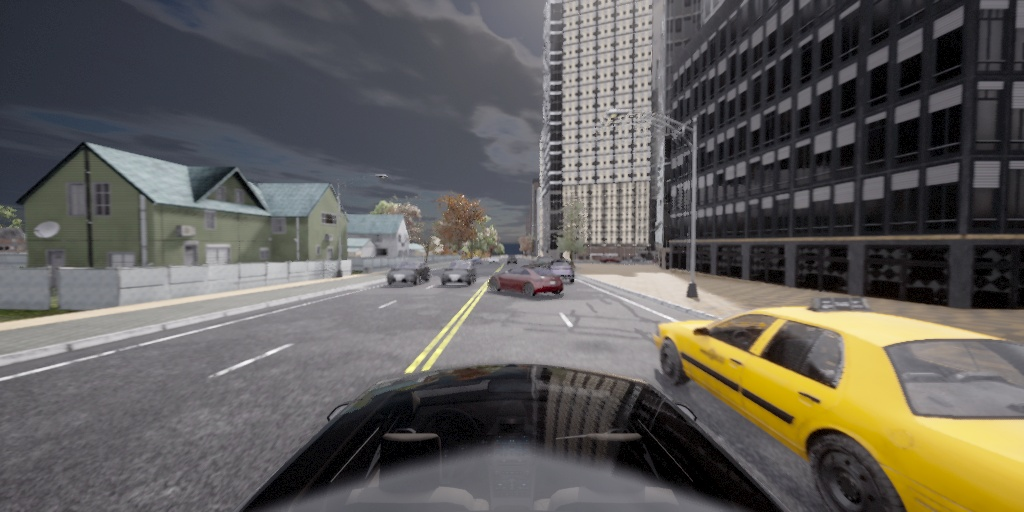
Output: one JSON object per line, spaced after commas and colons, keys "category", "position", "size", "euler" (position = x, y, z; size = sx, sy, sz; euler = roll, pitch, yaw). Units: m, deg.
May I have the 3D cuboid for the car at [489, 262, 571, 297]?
{"category": "car", "position": [0.624, 1.186, 18.077], "size": [1.994, 1.385, 4.181], "euler": [0, 1, -39]}

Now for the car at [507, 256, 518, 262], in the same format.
{"category": "car", "position": [0.031, 0.805, 64.043], "size": [1.837, 1.490, 4.892], "euler": [0, -1, 1]}

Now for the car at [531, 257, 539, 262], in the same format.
{"category": "car", "position": [3.256, 0.839, 36.659], "size": [2.097, 1.767, 4.553], "euler": [0, 0, 0]}

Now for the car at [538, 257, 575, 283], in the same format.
{"category": "car", "position": [3.254, 0.996, 25.687], "size": [2.033, 1.649, 4.856], "euler": [0, 0, 0]}

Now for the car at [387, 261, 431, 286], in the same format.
{"category": "car", "position": [-6.586, 1.074, 23.345], "size": [2.128, 1.511, 4.902], "euler": [0, 0, 0]}

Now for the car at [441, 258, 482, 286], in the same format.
{"category": "car", "position": [-3.337, 1.075, 23.301], "size": [2.128, 1.511, 4.902], "euler": [0, 0, 0]}

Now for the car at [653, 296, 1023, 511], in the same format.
{"category": "car", "position": [3.250, 1.189, 3.869], "size": [1.801, 1.575, 5.366], "euler": [0, 0, 0]}
